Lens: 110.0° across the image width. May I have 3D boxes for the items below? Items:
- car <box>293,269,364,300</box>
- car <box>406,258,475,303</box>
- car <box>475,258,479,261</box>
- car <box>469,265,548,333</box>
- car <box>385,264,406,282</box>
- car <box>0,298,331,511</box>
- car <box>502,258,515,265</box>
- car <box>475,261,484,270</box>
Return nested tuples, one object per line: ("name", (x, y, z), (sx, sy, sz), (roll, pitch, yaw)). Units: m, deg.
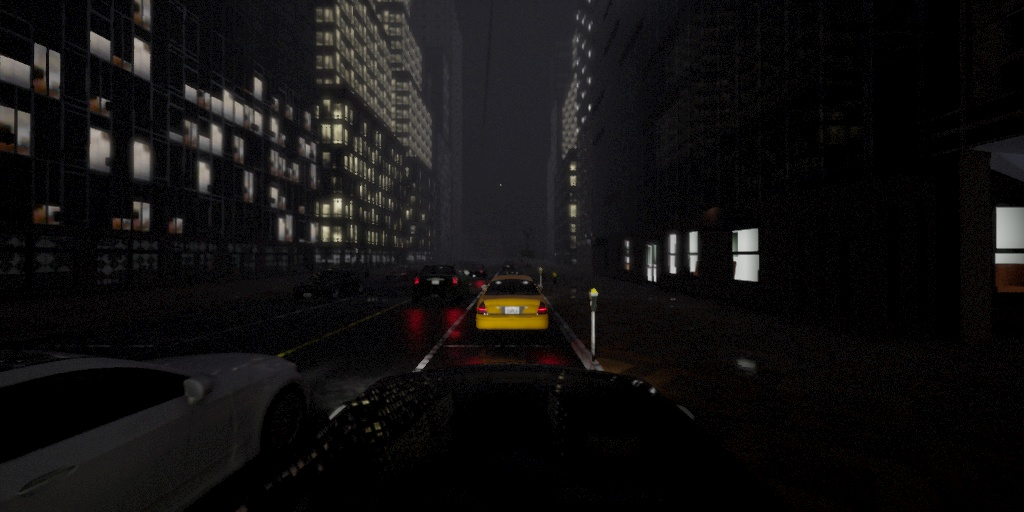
("car", (-8.836, 1.313, 17.650), (1.948, 1.339, 4.313), (0, 0, 0))
("car", (-3.143, 1.098, 16.865), (2.097, 1.767, 4.553), (0, 0, 0))
("car", (-6.152, 1.295, 50.224), (1.994, 1.385, 4.181), (0, 0, 0))
("car", (0.004, 1.206, 10.689), (1.801, 1.575, 5.366), (0, 0, 0))
("car", (-8.835, 1.324, 29.033), (1.802, 1.307, 4.207), (0, 0, 0))
("car", (-3.145, 1.275, 2.036), (1.812, 1.442, 4.674), (0, 0, 0))
("car", (-0.455, 1.298, 46.099), (1.948, 1.339, 4.313), (0, 0, 0))
("car", (-3.143, 1.342, 31.899), (1.895, 1.301, 4.718), (0, 0, 0))
